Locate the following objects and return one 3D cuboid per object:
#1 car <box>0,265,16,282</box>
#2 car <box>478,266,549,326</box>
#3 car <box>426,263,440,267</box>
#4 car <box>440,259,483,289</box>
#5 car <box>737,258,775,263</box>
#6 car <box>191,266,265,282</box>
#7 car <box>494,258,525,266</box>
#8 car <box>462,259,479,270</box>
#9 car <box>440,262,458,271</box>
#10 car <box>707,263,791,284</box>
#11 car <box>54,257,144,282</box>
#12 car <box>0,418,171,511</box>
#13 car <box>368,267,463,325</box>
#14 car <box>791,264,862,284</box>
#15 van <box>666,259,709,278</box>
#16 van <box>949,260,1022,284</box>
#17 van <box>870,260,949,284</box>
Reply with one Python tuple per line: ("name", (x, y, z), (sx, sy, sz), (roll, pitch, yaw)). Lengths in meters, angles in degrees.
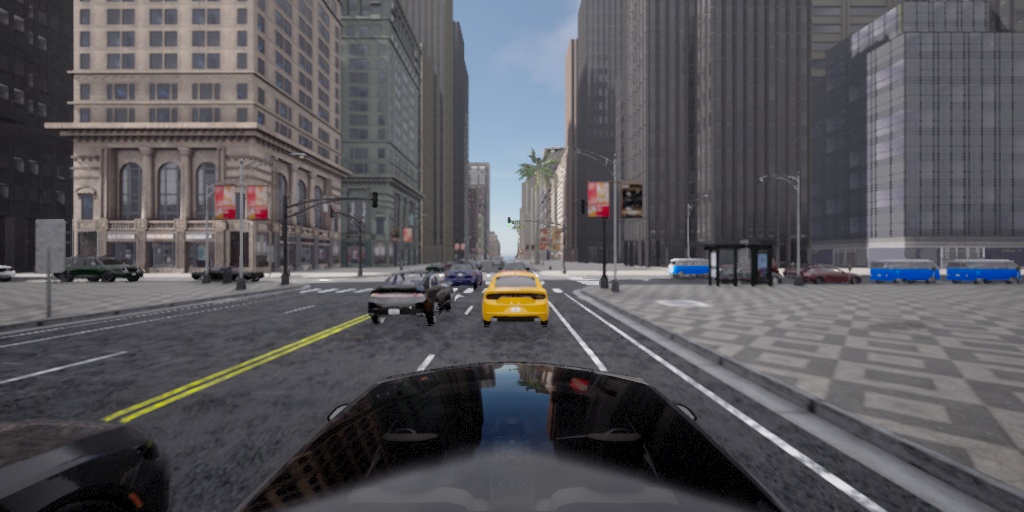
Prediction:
("car", (-43.755, 1.117, 28.807), (5.566, 2.045, 2.150), (0, 0, 0))
("car", (0.102, 1.263, 11.925), (1.882, 1.535, 5.008), (0, 0, 0))
("car", (-9.825, 1.508, 46.100), (1.895, 1.301, 4.718), (0, 0, -3))
("car", (-3.139, 1.179, 23.877), (2.097, 1.767, 4.553), (0, 0, 0))
("car", (22.760, 1.147, 34.488), (5.009, 1.841, 2.192), (0, 0, 0))
("car", (-22.575, 1.470, 28.684), (4.718, 1.301, 1.895), (0, 0, 0))
("car", (0.112, 1.179, 23.915), (2.097, 1.767, 4.553), (0, 0, 0))
("car", (-6.551, 1.296, 56.531), (2.097, 1.767, 4.553), (0, 0, 1))
("car", (-9.804, 1.543, 56.081), (1.895, 1.301, 4.718), (0, 0, 0))
("car", (17.083, 1.382, 25.964), (4.403, 1.370, 2.007), (0, 0, 0))
("car", (-33.048, 1.103, 28.744), (5.566, 2.045, 2.150), (0, 0, 0))
("car", (-3.152, 1.250, 0.310), (1.837, 1.490, 4.892), (0, 0, 0))
("car", (-3.145, 1.278, 11.991), (2.128, 1.511, 4.902), (0, 0, 0))
("car", (22.760, 1.409, 25.963), (4.207, 1.307, 1.802), (0, 0, 0))
("van", (17.083, 1.178, 34.489), (3.998, 1.789, 1.690), (0, 0, 0))
("van", (34.115, 1.162, 25.961), (3.998, 1.789, 1.690), (0, 0, 0))
("van", (28.438, 1.165, 25.962), (3.998, 1.789, 1.690), (0, 0, 0))
